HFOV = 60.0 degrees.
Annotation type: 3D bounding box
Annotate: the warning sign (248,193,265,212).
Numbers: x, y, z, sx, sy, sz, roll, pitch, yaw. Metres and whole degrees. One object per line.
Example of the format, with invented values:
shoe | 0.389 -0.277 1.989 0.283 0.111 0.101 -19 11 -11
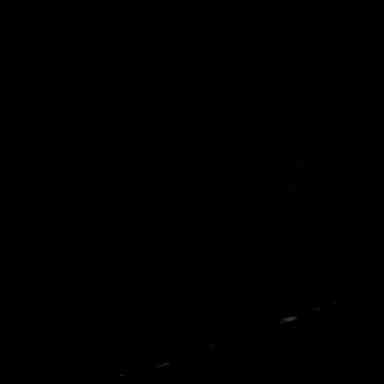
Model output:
warning sign | 6.621 1.012 33.987 1.300 1.860 1.060 -1 0 -36
